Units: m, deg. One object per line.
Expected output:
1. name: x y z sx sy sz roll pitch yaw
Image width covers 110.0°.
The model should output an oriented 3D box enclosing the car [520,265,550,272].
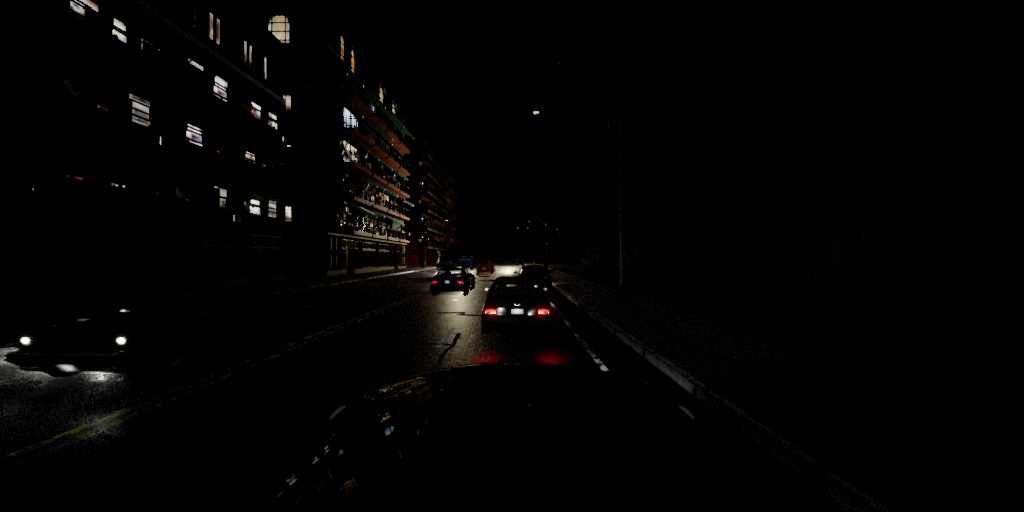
1. car: 1.177 1.257 20.272 1.837 1.490 4.892 0 0 0

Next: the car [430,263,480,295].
1. car: -3.109 1.299 19.584 2.033 1.411 5.357 0 0 0

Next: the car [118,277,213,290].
1. car: -9.832 1.315 10.242 1.994 1.385 4.181 0 0 0

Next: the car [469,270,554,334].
1. car: 0.120 1.299 10.584 2.033 1.411 5.357 0 0 0

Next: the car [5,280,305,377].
1. car: -6.589 1.352 7.525 1.895 1.301 4.718 0 0 0

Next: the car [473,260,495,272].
1. car: -3.061 1.229 42.046 1.882 1.535 5.008 0 0 0

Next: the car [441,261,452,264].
1. car: -9.734 1.351 52.313 1.895 1.301 4.718 0 0 0

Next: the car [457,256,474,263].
1. car: -6.486 0.972 51.161 2.150 2.045 5.566 0 0 0
